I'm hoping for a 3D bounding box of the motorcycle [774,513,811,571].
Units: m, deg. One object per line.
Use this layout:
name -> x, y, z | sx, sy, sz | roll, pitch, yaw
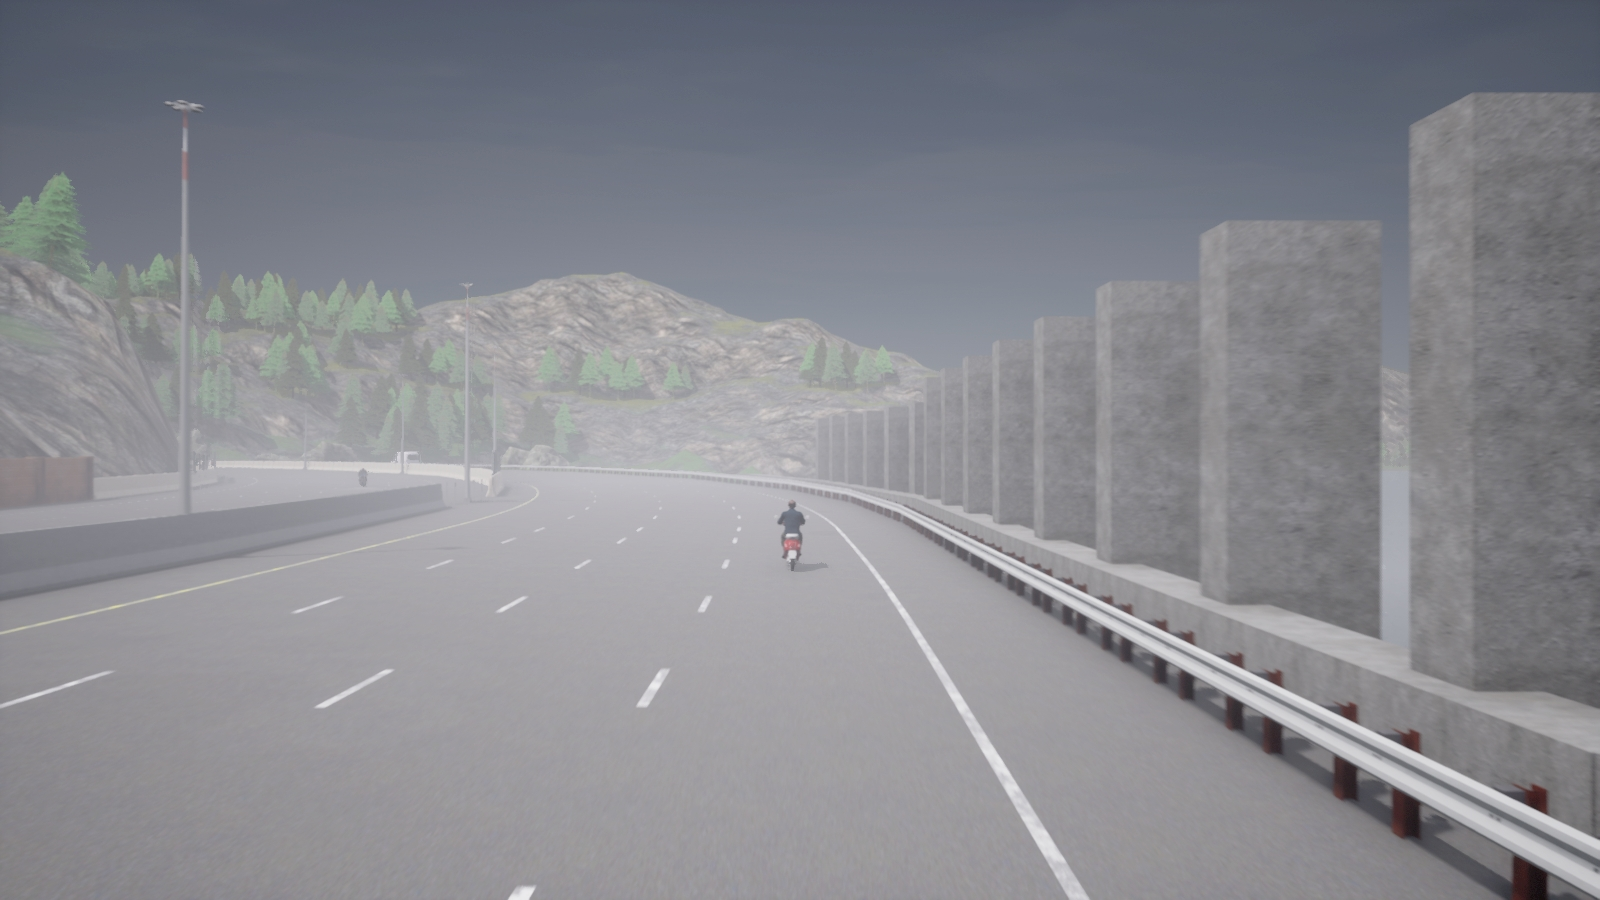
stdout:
motorcycle -> -0.199, 2.182, 27.300 | 0.856, 1.236, 1.805 | 0, 0, -1
